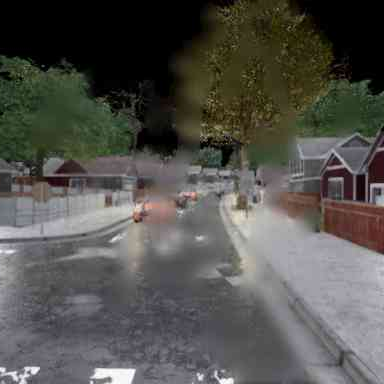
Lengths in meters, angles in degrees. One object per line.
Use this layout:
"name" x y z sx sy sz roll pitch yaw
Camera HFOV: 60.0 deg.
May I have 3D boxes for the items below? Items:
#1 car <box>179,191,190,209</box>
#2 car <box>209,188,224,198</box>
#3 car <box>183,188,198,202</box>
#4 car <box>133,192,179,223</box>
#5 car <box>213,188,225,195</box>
"car" -1.565 0.860 31.839 1.895 1.301 4.718 0 2 5
"car" 3.848 0.145 55.064 1.812 1.442 4.674 0 1 8
"car" -0.444 0.287 43.877 2.097 1.767 4.553 0 2 6
"car" -2.253 0.897 20.939 2.097 1.767 4.553 0 1 3
"car" 5.368 -0.091 65.569 1.895 1.301 4.718 0 2 9
